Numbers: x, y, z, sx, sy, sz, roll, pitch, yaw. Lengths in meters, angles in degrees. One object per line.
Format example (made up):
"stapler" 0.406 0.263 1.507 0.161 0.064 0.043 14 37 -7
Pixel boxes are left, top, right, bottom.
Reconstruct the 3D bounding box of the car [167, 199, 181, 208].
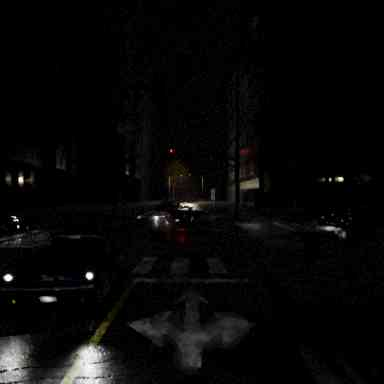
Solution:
"car" -3.086 2.000 58.561 2.128 1.511 4.902 0 -1 0

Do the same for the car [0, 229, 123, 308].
"car" -2.871 1.673 8.282 1.895 1.301 4.718 0 -1 -6

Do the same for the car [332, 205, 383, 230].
"car" 12.160 1.769 22.507 4.181 1.385 1.994 0 0 0

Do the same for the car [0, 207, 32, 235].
"car" -11.850 1.514 19.320 4.553 1.767 2.097 0 0 -3

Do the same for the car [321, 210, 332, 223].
"car" 12.595 1.720 25.758 4.902 1.511 2.128 0 0 0

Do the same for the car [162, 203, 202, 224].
"car" -0.532 1.837 27.212 1.895 1.301 4.718 0 0 16

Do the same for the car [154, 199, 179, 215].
"car" -3.106 1.883 38.596 2.033 1.411 5.357 0 0 4

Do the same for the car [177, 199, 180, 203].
"car" -3.123 1.898 48.399 1.882 1.535 5.008 0 0 0
